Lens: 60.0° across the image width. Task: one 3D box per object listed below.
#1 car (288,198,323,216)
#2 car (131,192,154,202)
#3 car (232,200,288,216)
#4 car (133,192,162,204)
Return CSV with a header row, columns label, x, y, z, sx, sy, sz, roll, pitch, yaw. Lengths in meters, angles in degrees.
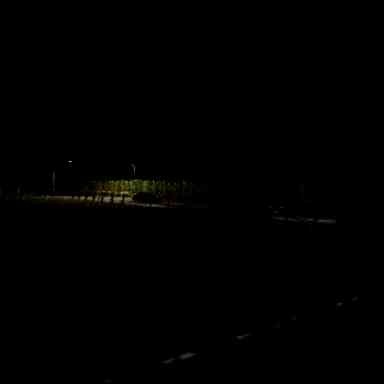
label,x,y,z,sx,sy,sz,roll,pitch,yaw
car,9.470,1.285,30.407,1.882,1.535,5.008,1,1,-34
car,-8.222,0.784,55.270,1.812,1.442,4.674,1,1,-35
car,5.743,1.349,29.421,1.895,1.301,4.718,1,1,-35
car,-5.851,0.913,45.720,1.812,1.442,4.674,1,1,-36
